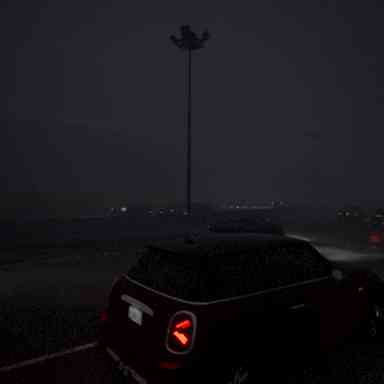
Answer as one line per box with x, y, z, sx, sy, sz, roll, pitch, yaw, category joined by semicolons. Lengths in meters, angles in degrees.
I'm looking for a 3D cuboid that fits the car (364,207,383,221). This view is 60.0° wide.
14.026;1.825;23.541;2.128;1.511;4.902;0;-1;37;car

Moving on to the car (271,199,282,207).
17.036;2.132;66.778;2.097;1.767;4.553;0;-1;15;car

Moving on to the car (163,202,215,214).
0.058;1.631;28.619;2.097;1.767;4.553;0;-1;39;car

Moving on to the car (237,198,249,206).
10.819;2.123;70.607;2.097;1.767;4.553;0;-1;15;car

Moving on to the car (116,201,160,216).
-6.045;1.814;37.731;2.128;1.511;4.902;0;-1;35;car

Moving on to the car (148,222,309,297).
1.260;1.704;9.598;4.718;1.301;1.895;1;-1;-41;car

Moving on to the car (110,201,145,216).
-5.722;1.626;32.544;2.097;1.767;4.553;0;-1;39;car

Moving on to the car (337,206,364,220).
14.498;1.950;30.284;2.033;1.411;5.357;0;-1;32;car

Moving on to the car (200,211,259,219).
2.553;1.735;15.616;4.181;1.385;1.994;1;-1;-44;car

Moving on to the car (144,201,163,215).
-1.919;1.799;31.653;1.837;1.490;4.892;1;0;38;car

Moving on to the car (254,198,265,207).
14.199;2.139;69.699;2.097;1.767;4.553;0;-1;15;car

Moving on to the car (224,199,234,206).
8.441;2.286;75.246;1.837;1.490;4.892;0;-1;15;car

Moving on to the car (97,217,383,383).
1.056;1.408;4.982;4.553;1.767;2.097;1;-1;-37;car
